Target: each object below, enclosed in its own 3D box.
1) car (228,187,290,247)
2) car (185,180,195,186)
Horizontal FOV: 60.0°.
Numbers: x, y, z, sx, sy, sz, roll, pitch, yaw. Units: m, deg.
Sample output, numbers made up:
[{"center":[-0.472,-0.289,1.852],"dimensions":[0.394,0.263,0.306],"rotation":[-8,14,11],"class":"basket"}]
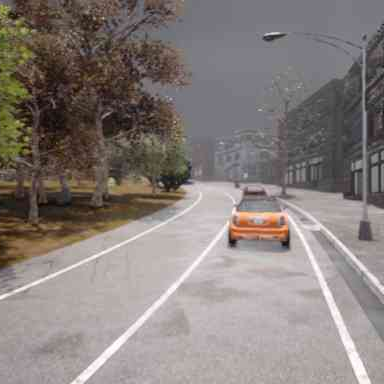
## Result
[{"center":[2.690,0.904,13.171],"dimensions":[2.097,1.767,4.553],"rotation":[0,3,13],"class":"car"},{"center":[-0.691,-1.984,69.333],"dimensions":[1.895,1.301,4.718],"rotation":[1,3,-12],"class":"car"}]
